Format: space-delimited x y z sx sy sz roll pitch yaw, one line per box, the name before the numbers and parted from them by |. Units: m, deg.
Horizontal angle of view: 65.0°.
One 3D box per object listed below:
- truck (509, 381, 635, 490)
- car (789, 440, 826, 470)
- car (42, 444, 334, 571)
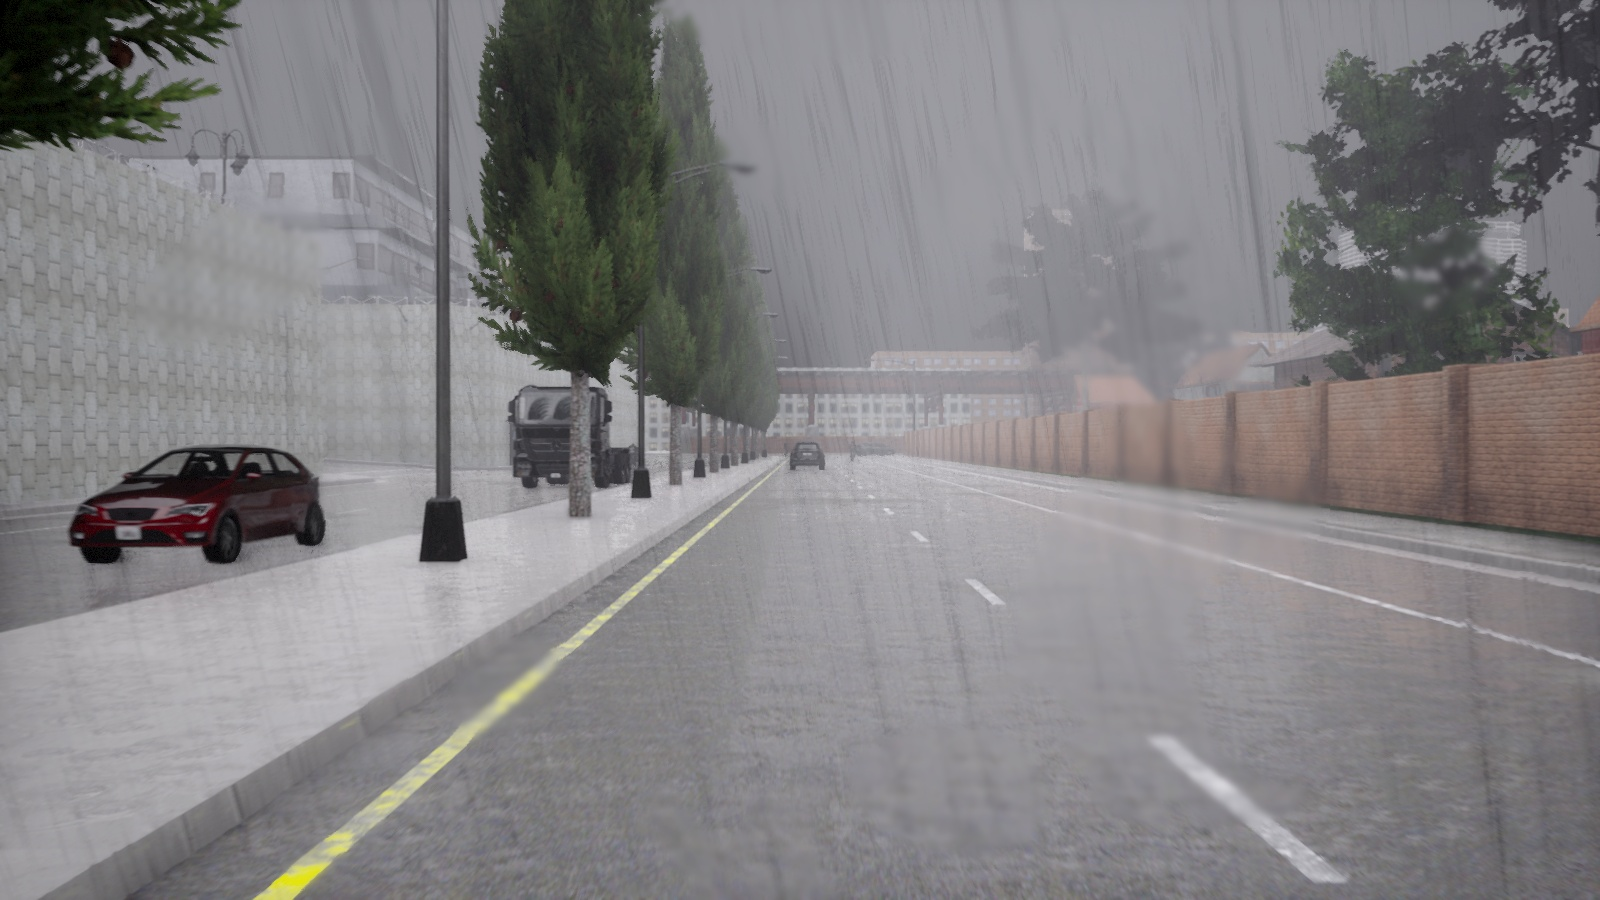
truck | -7.735 -0.488 43.723 2.891 3.462 7.936 0 0 0
car | 0.416 0.277 70.881 2.033 1.649 4.856 0 0 0
car | -7.890 0.660 16.689 1.816 1.474 4.193 0 0 0
